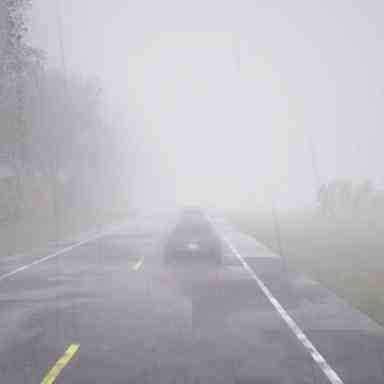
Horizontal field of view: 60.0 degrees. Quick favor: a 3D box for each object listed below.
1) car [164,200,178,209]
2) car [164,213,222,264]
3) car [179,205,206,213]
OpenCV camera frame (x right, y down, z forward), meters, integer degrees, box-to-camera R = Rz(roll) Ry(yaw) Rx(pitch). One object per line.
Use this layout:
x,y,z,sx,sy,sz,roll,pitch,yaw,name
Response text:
-3.569,2.159,56.628,1.812,1.442,4.674,0,-1,0,car
0.047,1.710,12.522,1.994,1.385,4.181,0,-1,0,car
0.042,1.817,27.269,1.837,1.490,4.892,0,0,0,car
